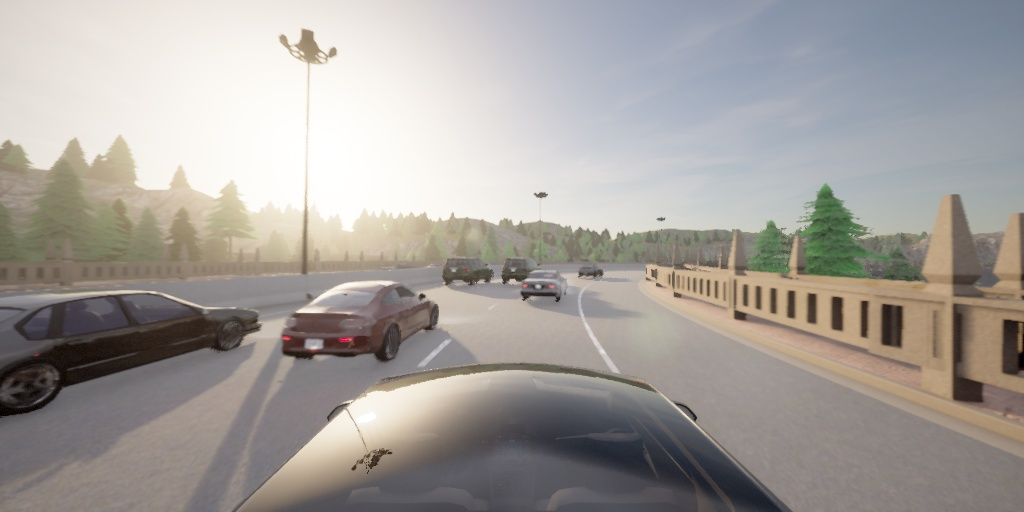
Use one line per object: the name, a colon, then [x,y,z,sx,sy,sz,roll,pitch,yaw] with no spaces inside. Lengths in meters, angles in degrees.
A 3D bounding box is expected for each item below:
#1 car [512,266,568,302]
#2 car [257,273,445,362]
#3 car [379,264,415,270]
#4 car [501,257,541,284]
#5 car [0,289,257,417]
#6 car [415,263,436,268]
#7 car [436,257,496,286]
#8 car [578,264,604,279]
car: [1.706,1.408,18.114,2.033,1.411,5.357,0,0,13]
car: [-3.072,1.281,8.138,1.812,1.442,4.674,0,0,4]
car: [-13.141,1.526,41.370,1.895,1.301,4.718,0,-1,23]
car: [0.892,1.142,28.393,2.150,2.045,5.566,0,0,18]
car: [-6.766,1.251,5.806,2.033,1.411,5.357,1,0,3]
car: [-8.959,1.529,42.154,1.994,1.385,4.181,0,-1,24]
car: [-3.221,1.099,26.862,2.150,2.045,5.566,0,0,16]
car: [8.393,1.539,37.892,2.128,1.511,4.902,0,-1,26]
